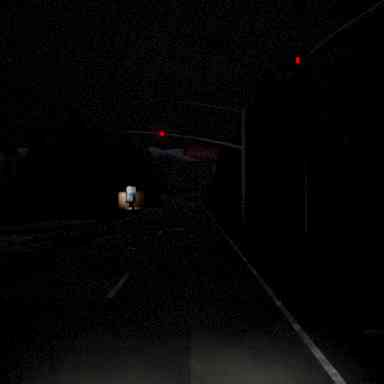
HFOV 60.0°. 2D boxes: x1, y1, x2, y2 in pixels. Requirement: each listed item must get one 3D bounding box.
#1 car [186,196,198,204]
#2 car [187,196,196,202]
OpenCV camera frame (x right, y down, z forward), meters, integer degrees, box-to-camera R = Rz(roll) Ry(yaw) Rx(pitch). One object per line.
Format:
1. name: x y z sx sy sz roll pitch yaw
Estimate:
1. car: -0.025 1.454 61.180 1.837 1.490 4.892 0 0 0
2. car: -0.029 1.469 71.595 1.895 1.301 4.718 0 0 0
